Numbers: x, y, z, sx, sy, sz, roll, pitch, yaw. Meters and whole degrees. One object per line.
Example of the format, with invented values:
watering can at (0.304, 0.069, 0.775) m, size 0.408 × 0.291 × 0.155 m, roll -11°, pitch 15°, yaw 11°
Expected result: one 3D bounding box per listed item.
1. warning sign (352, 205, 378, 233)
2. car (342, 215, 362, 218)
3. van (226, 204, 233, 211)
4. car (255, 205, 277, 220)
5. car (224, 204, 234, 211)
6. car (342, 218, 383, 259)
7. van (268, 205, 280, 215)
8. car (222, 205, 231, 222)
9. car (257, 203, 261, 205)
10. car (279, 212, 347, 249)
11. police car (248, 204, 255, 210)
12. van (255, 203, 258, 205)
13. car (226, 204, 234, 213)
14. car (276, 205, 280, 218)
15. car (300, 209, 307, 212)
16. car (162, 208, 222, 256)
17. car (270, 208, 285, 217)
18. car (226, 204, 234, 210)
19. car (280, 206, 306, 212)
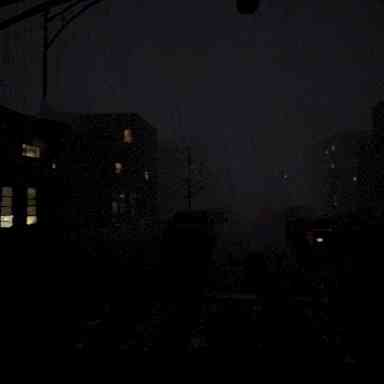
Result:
warning sign at (11.920, 1.832, 22.947) m, size 1.300 × 1.860 × 1.060 m, roll 0°, pitch -1°, yaw 8°
car at (9.091, 2.058, 19.901) m, size 1.967 × 1.590 × 4.097 m, roll -1°, pitch -2°, yaw 8°
van at (9.828, 3.959, 86.974) m, size 1.690 × 1.788 × 3.998 m, roll -1°, pitch -2°, yaw 8°
car at (9.815, 2.832, 44.511) m, size 1.882 × 1.535 × 5.008 m, roll 0°, pitch -1°, yaw 8°
car at (9.075, 3.768, 81.480) m, size 2.192 × 1.841 × 5.009 m, roll -1°, pitch -2°, yaw 8°
car at (8.338, 2.018, 14.402) m, size 1.947 × 1.339 × 4.313 m, roll -1°, pitch -2°, yaw 8°
van at (14.364, 3.119, 58.365) m, size 1.690 × 1.788 × 3.998 m, roll -1°, pitch -2°, yaw 8°
car at (3.048, 2.568, 37.520) m, size 1.967 × 1.590 × 4.097 m, roll -1°, pitch -2°, yaw 8°
car at (18.133, 4.188, 85.830) m, size 1.802 × 1.307 × 4.206 m, roll -1°, pitch -2°, yaw 8°
car at (6.142, 2.030, 17.504) m, size 2.128 × 1.511 × 4.902 m, roll 0°, pitch -2°, yaw 8°
police car at (17.305, 4.240, 92.946) m, size 1.930 × 1.638 × 5.238 m, roll 0°, pitch -2°, yaw 8°
van at (18.885, 4.112, 91.332) m, size 1.690 × 1.788 × 3.998 m, roll -1°, pitch -2°, yaw 8°
car at (7.570, 3.672, 70.484) m, size 2.008 × 1.369 × 4.403 m, roll -1°, pitch -2°, yaw 8°
car at (12.858, 2.887, 47.373) m, size 1.967 × 1.590 × 4.097 m, roll -1°, pitch -2°, yaw 8°
car at (9.867, 2.314, 25.561) m, size 1.752 × 1.417 × 4.829 m, roll -1°, pitch -2°, yaw 8°
car at (0.033, 1.780, 15.546) m, size 2.192 × 1.841 × 5.009 m, roll -1°, pitch -2°, yaw 8°
car at (13.613, 3.195, 52.863) m, size 1.802 × 1.307 × 4.206 m, roll -1°, pitch -2°, yaw 8°
car at (10.583, 4.224, 92.465) m, size 1.967 × 1.590 × 4.097 m, roll -1°, pitch -2°, yaw 8°
car at (11.350, 2.431, 36.388) m, size 2.192 × 1.841 × 5.009 m, roll -1°, pitch -2°, yaw 8°
